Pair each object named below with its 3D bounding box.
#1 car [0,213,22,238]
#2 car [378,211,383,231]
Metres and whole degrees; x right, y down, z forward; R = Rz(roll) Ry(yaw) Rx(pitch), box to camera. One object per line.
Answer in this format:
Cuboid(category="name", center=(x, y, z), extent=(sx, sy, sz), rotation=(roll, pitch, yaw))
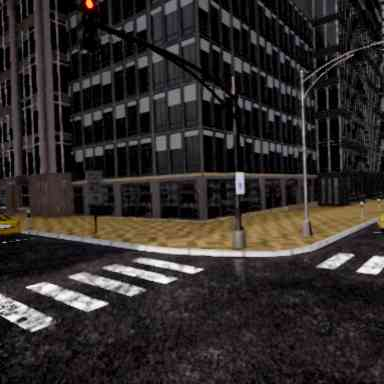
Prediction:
Cuboid(category="car", center=(-10.205, 1.550, 16.460), extent=(4.829, 1.417, 1.752), rotation=(-1, 1, 39))
Cuboid(category="car", center=(11.088, 1.224, 17.723), extent=(1.752, 1.417, 4.829), rotation=(-3, -1, 38))
